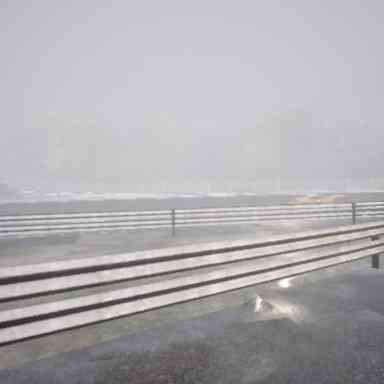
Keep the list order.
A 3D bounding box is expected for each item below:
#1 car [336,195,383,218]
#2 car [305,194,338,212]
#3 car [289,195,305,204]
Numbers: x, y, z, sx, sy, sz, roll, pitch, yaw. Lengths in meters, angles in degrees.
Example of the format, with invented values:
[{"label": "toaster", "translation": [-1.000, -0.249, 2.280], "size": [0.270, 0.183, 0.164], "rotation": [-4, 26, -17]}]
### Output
[{"label": "car", "translation": [13.186, 1.090, 24.245], "size": [4.181, 1.385, 1.994], "rotation": [-2, 1, -11]}, {"label": "car", "translation": [12.391, 0.987, 27.655], "size": [5.008, 1.535, 1.882], "rotation": [-2, 1, -11]}, {"label": "car", "translation": [11.614, 0.970, 31.068], "size": [5.008, 1.535, 1.882], "rotation": [-2, 1, -11]}]
